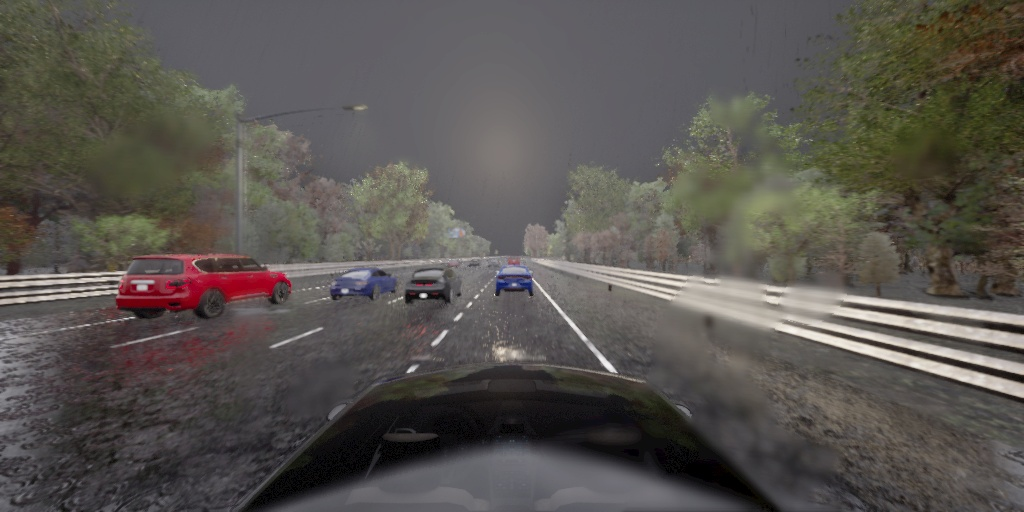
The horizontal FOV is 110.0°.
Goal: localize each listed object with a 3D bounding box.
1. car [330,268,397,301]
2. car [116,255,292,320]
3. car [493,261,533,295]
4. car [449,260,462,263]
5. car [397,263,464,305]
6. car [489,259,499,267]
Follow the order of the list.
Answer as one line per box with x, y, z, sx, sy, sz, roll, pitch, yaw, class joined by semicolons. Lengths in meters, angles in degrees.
-6.885;1.274;17.095;1.812;1.442;4.674;0;0;0;car
-10.395;0.971;12.768;2.150;2.045;5.566;0;0;0;car
0.122;1.229;19.680;1.882;1.535;5.008;0;0;0;car
-10.152;1.323;64.071;1.994;1.385;4.181;0;0;0;car
-3.387;1.256;16.157;1.837;1.490;4.892;0;0;0;car
-3.148;1.308;65.130;2.033;1.411;5.357;0;0;0;car
